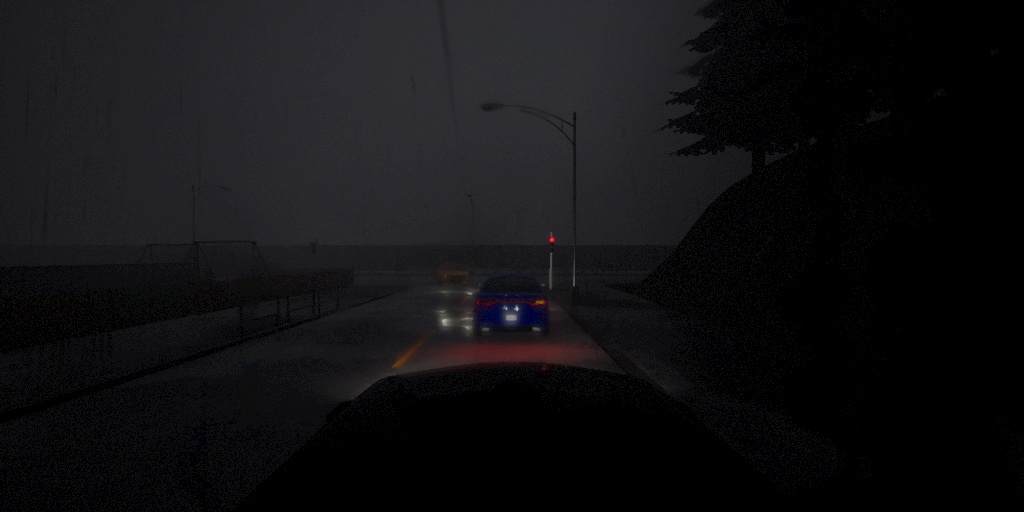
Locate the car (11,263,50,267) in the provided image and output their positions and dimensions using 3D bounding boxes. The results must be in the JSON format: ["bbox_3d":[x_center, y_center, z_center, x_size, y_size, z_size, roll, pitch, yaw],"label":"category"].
[{"bbox_3d":[-40.589,1.314,30.507,4.181,1.385,1.994,0,0,0],"label":"car"}]

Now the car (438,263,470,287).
[{"bbox_3d":[-4.052,1.228,24.749,1.882,1.535,5.008,2,0,-13],"label":"car"}]

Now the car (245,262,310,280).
[{"bbox_3d":[-19.920,1.255,30.575,4.892,1.490,1.837,0,0,0],"label":"car"}]

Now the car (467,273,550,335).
[{"bbox_3d":[-0.004,1.228,10.492,1.882,1.535,5.008,0,0,0],"label":"car"}]
